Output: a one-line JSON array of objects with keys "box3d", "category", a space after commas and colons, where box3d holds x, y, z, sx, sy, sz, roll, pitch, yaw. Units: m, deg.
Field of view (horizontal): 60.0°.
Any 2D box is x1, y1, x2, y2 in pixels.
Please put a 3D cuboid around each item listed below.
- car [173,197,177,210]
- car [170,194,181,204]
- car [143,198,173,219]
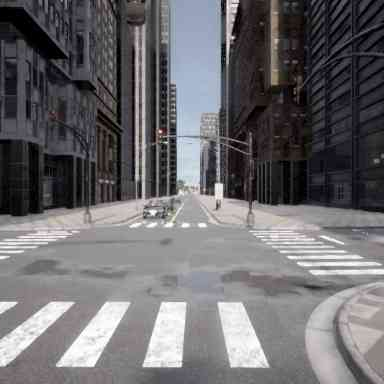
[{"box3d": [-3.196, 1.579, 39.491, 1.994, 1.385, 4.181, 0, 0, -1], "category": "car"}, {"box3d": [-3.149, 1.626, 64.832, 1.994, 1.385, 4.181, 0, 0, 0], "category": "car"}, {"box3d": [-3.169, 1.501, 29.425, 2.128, 1.511, 4.902, 0, 0, 0], "category": "car"}]
